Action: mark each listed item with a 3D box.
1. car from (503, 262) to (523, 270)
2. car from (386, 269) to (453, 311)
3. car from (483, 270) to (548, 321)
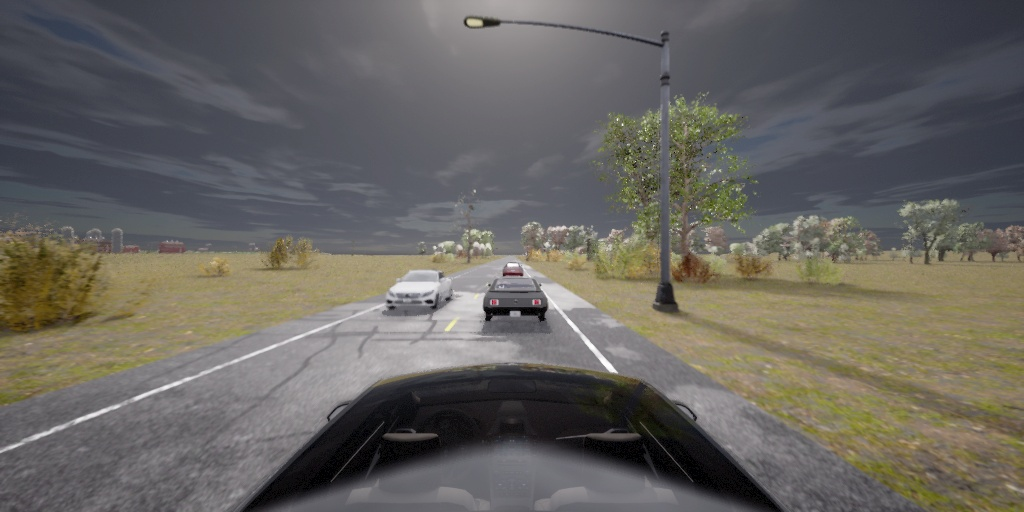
[{"bbox_3d":[0.091,1.307,34.827,1.994,1.385,4.181,0,0,0],"label":"car"},{"bbox_3d":[-3.598,1.274,14.662,1.812,1.442,4.674,0,0,0],"label":"car"},{"bbox_3d":[0.097,1.351,12.422,1.895,1.301,4.718,0,0,0],"label":"car"}]
